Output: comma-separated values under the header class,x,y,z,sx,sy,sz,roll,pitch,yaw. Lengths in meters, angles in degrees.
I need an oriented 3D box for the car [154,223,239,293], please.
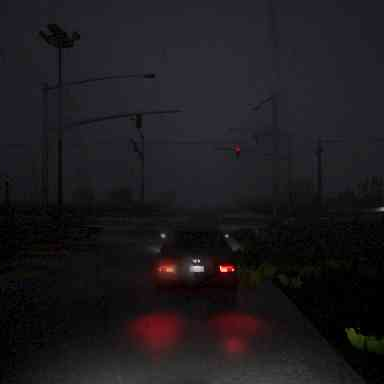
class,x,y,z,sx,sy,sz,roll,pitch,yaw
car,0.090,1.547,8.996,2.033,1.411,5.357,0,0,0
